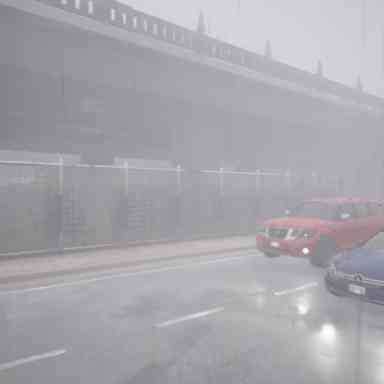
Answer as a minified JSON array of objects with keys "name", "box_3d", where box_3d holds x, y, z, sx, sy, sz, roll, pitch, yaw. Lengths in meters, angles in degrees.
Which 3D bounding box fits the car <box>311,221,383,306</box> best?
[{"name":"car","box_3d":[4.954,1.542,7.486,4.674,1.442,1.812,0,0,-35]}]

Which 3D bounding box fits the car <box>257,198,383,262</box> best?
[{"name":"car","box_3d":[4.766,1.244,11.634,5.566,2.045,2.150,1,0,-35]}]
